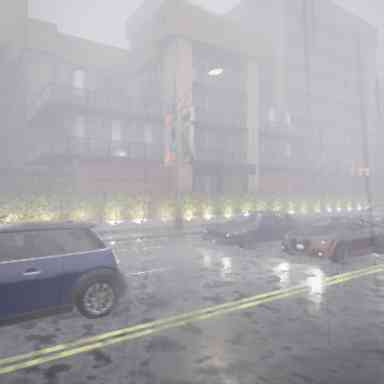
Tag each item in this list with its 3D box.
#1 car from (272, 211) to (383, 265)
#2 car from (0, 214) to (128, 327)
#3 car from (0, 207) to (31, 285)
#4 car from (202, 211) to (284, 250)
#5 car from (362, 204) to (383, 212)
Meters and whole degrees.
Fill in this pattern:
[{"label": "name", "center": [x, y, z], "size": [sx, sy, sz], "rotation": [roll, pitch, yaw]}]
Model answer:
[{"label": "car", "center": [5.110, 1.557, 11.750], "size": [4.181, 1.385, 1.994], "rotation": [0, 0, -34]}, {"label": "car", "center": [-3.538, 1.351, 5.776], "size": [4.553, 1.767, 2.097], "rotation": [0, 0, -35]}, {"label": "car", "center": [-6.543, 1.352, 7.985], "size": [4.553, 1.767, 2.097], "rotation": [0, 0, -34]}, {"label": "car", "center": [3.044, 1.541, 14.587], "size": [5.357, 1.411, 2.033], "rotation": [0, 0, -35]}, {"label": "car", "center": [11.812, 1.514, 20.577], "size": [4.674, 1.442, 1.812], "rotation": [0, 0, -34]}]
